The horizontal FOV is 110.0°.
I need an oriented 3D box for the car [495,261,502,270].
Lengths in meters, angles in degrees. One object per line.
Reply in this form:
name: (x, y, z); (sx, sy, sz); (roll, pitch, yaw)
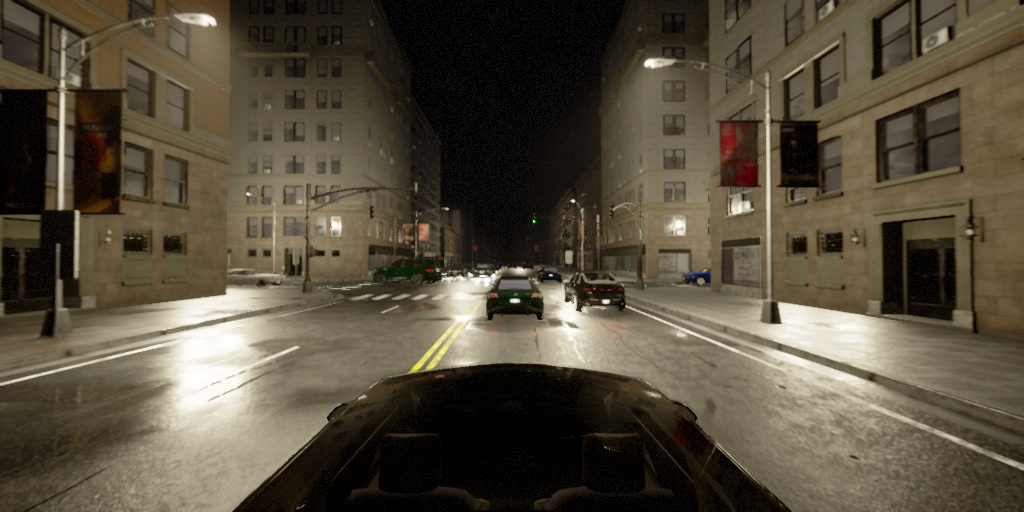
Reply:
car: (-3.256, 1.975, 61.729); (1.994, 1.385, 4.181); (0, -1, 0)

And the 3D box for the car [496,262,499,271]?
car: (-3.322, 1.903, 51.696); (1.895, 1.301, 4.718); (0, -1, 0)

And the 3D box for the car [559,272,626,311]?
car: (3.349, 1.403, 15.208); (1.837, 1.490, 4.892); (0, -1, 0)

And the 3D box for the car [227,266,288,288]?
car: (-19.175, 1.596, 26.201); (4.718, 1.301, 1.895); (0, -1, 3)

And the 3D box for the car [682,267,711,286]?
car: (16.407, 1.581, 29.001); (5.008, 1.535, 1.882); (0, -1, 0)

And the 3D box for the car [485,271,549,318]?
car: (0.097, 1.444, 13.603); (1.994, 1.385, 4.181); (0, -1, 0)

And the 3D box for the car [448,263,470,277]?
car: (-6.582, 1.740, 43.693); (1.812, 1.442, 4.674); (0, -1, 0)

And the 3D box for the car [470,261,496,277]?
car: (-3.335, 1.692, 42.433); (2.128, 1.511, 4.902); (0, -1, 0)

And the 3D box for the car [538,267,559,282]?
car: (3.351, 1.661, 32.882); (1.994, 1.385, 4.181); (0, -1, 0)

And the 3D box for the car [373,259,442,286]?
car: (-8.309, 1.267, 28.562); (5.566, 2.045, 2.150); (0, -2, 18)

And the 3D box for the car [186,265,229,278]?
car: (-26.815, 1.507, 31.718); (4.097, 1.591, 1.967); (0, 0, 0)
